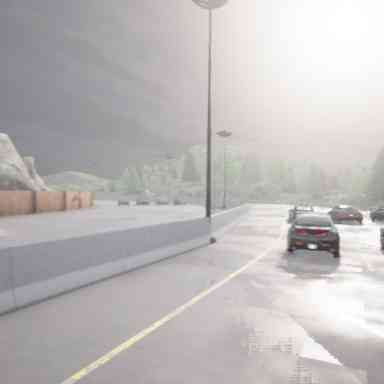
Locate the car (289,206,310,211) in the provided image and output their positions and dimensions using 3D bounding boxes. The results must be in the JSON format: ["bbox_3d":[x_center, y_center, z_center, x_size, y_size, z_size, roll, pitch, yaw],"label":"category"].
[{"bbox_3d":[9.556,1.849,28.887,1.895,1.301,4.718,0,0,10],"label":"car"}]

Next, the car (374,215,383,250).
[{"bbox_3d":[8.175,1.744,12.131,1.895,1.301,4.718,0,0,22],"label":"car"}]

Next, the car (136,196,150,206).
[{"bbox_3d":[-8.941,1.600,60.886,2.097,1.767,4.553,1,0,-15],"label":"car"}]

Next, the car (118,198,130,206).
[{"bbox_3d":[-12.155,1.735,59.356,1.812,1.442,4.674,1,-1,-15],"label":"car"}]

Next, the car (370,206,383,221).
[{"bbox_3d":[16.426,1.870,27.633,1.994,1.385,4.181,0,0,10],"label":"car"}]

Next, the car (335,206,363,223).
[{"bbox_3d":[13.011,1.842,28.413,1.994,1.385,4.181,0,0,10],"label":"car"}]

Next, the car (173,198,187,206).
[{"bbox_3d":[-2.244,1.816,62.928,2.128,1.511,4.902,1,0,-15],"label":"car"}]

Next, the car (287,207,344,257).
[{"bbox_3d":[5.056,1.629,13.775,1.837,1.490,4.892,0,0,21],"label":"car"}]

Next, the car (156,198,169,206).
[{"bbox_3d":[-5.484,1.810,61.490,1.812,1.442,4.674,1,-1,-15],"label":"car"}]
